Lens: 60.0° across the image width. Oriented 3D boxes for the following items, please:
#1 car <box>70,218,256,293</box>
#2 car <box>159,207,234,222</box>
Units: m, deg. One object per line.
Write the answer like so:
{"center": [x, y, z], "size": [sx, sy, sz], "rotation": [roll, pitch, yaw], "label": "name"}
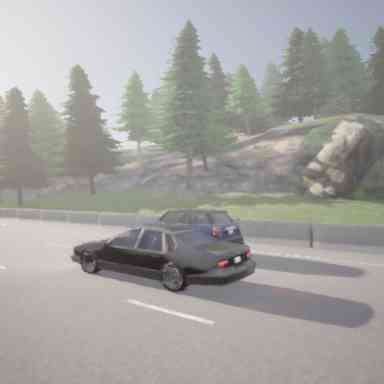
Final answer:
{"center": [-1.012, 1.590, 9.023], "size": [5.357, 1.411, 2.033], "rotation": [0, 0, 35], "label": "car"}
{"center": [-0.374, 1.411, 12.868], "size": [4.553, 1.767, 2.097], "rotation": [0, 0, 35], "label": "car"}
